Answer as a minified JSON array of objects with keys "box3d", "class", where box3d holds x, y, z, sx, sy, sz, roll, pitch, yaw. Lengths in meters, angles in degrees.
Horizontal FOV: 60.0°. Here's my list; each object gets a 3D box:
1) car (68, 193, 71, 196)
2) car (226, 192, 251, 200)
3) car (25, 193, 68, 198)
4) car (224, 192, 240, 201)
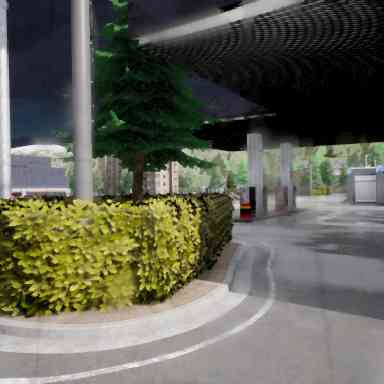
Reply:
[{"box3d":[-24.200,1.124,63.874,3.866,1.878,1.905,-1,1,35],"class":"car"},{"box3d":[9.250,0.812,66.484,4.514,1.523,2.007,-1,1,35],"class":"car"},{"box3d":[-14.743,1.183,33.582,3.866,1.878,1.905,-1,1,35],"class":"car"},{"box3d":[7.477,0.851,63.896,5.027,1.636,2.152,-1,1,35],"class":"car"}]
